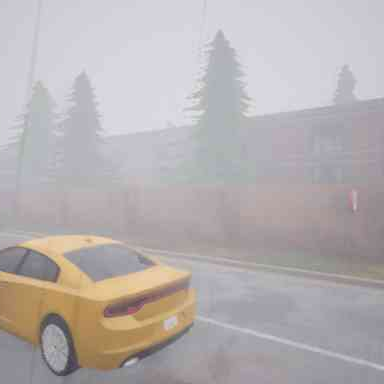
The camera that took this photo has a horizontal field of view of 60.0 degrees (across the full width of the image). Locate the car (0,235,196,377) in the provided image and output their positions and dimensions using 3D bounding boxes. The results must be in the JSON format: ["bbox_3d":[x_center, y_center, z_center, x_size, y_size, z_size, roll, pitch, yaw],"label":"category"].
[{"bbox_3d":[-2.277,1.474,5.626,5.008,1.535,1.882,0,0,36],"label":"car"}]
